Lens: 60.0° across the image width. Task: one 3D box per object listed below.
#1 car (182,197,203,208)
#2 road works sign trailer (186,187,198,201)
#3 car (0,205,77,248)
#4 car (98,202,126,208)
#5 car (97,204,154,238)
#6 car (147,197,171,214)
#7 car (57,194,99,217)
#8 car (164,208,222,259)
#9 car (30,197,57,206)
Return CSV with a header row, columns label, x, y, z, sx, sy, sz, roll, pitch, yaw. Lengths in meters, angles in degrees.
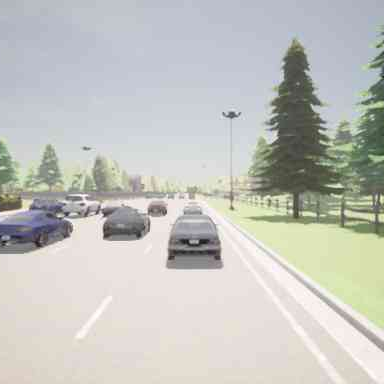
label,x,y,z,sx,sy,sz,roll,pitch,yaw
car,0.075,1.552,33.672,1.812,1.442,4.674,0,0,0
road works sign trailer,-0.023,0.528,81.447,2.380,3.560,2.880,0,0,0
car,-6.919,1.537,14.733,1.812,1.442,4.674,0,0,0
car,-6.917,1.625,31.056,1.895,1.301,4.718,0,0,0
car,-3.412,1.578,17.946,1.994,1.385,4.181,0,0,0
car,-3.425,1.552,33.622,1.812,1.442,4.674,0,0,0
car,-10.415,1.246,31.670,2.150,2.045,5.566,0,0,0
car,0.081,1.558,12.585,2.033,1.411,5.357,0,0,0
car,-13.917,1.376,32.395,2.097,1.767,4.553,0,0,0
